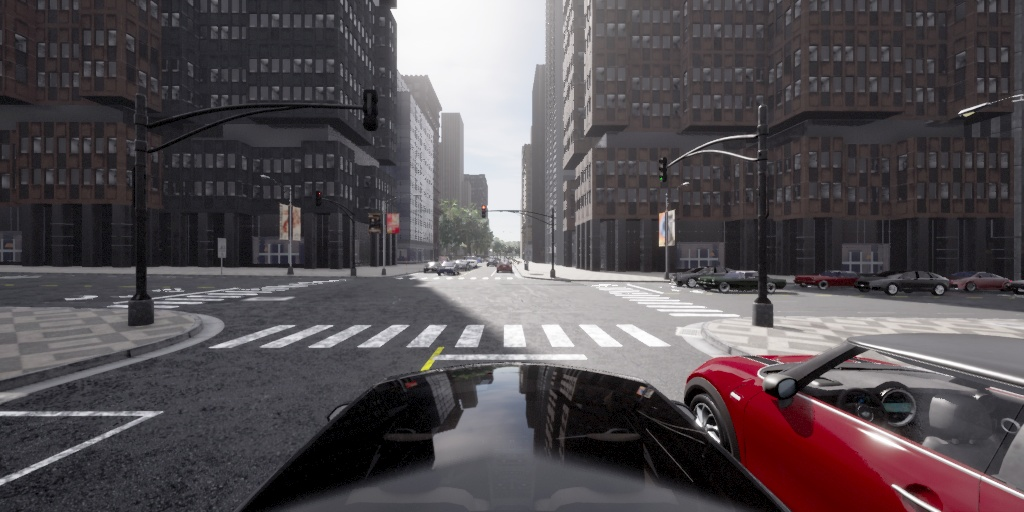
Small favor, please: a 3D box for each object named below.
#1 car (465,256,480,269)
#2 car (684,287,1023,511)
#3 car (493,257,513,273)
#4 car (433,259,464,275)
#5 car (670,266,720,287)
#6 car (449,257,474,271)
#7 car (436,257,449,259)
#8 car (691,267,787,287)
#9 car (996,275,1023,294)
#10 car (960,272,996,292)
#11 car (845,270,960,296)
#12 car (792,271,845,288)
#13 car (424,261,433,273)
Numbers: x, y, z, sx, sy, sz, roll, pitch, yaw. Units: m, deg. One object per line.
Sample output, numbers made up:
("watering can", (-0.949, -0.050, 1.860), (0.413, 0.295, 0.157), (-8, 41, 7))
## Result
("car", (-6.965, 1.012, 59.219), (2.150, 2.045, 5.566), (0, 0, 0))
("car", (2.761, 1.190, 2.160), (1.967, 1.591, 4.097), (0, 0, 0))
("car", (-0.907, 1.195, 43.526), (1.967, 1.591, 4.097), (0, 0, -1))
("car", (-6.686, 1.292, 38.321), (2.033, 1.411, 5.357), (0, 0, -1))
("car", (13.853, 1.475, 25.586), (4.892, 1.490, 1.837), (1, 0, -1))
("car", (-6.834, 1.258, 48.587), (2.128, 1.511, 4.902), (0, 0, -1))
("car", (-9.506, 1.082, 48.838), (2.192, 1.841, 5.009), (0, 0, -1))
("car", (14.159, 1.579, 22.340), (4.718, 1.301, 1.895), (1, 0, -3))
("car", (34.740, 1.825, 22.599), (5.357, 1.411, 2.033), (1, 0, -1))
("car", (33.038, 1.813, 25.824), (4.181, 1.385, 1.994), (1, 0, -1))
("car", (24.359, 1.631, 22.472), (4.892, 1.490, 1.837), (1, 0, -1))
("car", (23.072, 1.704, 25.690), (4.718, 1.301, 1.895), (1, 0, -1))
("car", (-9.431, 1.321, 43.412), (1.948, 1.339, 4.313), (0, 0, -1))
